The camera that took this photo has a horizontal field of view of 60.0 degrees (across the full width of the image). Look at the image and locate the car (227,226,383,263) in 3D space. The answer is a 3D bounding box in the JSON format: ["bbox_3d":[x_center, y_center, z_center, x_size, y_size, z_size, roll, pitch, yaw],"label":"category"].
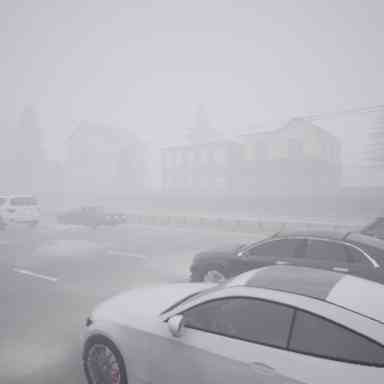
[{"bbox_3d":[2.197,1.505,6.724,4.892,1.490,1.837,0,0,36],"label":"car"}]

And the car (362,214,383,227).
[{"bbox_3d":[5.343,1.352,8.778,4.553,1.767,2.097,0,0,36],"label":"car"}]

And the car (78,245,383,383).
[{"bbox_3d":[0.824,1.526,3.404,4.674,1.442,1.812,0,0,36],"label":"car"}]

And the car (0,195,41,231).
[{"bbox_3d":[-11.813,1.226,21.018,5.566,2.045,2.150,0,0,36],"label":"car"}]

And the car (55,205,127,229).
[{"bbox_3d":[-6.635,1.551,21.624,5.357,1.411,2.033,0,0,36],"label":"car"}]
